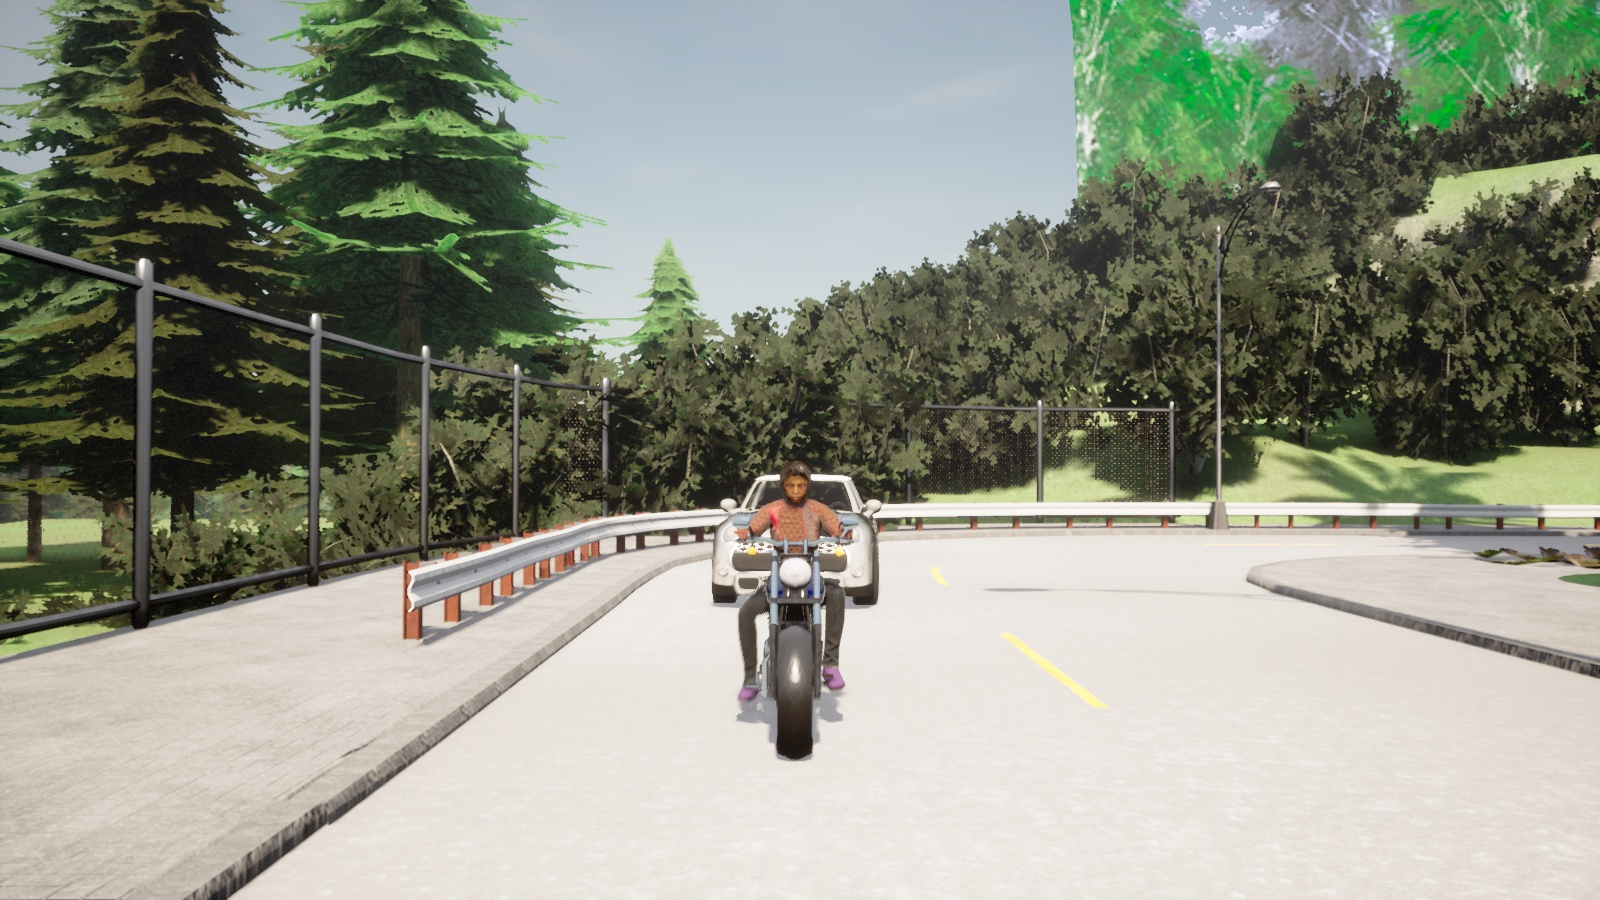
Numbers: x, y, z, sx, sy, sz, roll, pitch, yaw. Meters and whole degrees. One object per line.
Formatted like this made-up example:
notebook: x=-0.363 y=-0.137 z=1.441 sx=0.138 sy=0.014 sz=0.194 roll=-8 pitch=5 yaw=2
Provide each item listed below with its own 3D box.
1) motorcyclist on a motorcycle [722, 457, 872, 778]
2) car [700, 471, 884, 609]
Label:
motorcyclist on a motorcycle: x=-0.022 y=0.872 z=7.640 sx=0.766 sy=1.649 sz=2.350 roll=0 pitch=-1 yaw=0
car: x=0.033 y=1.000 z=15.486 sx=1.970 sy=1.475 sz=3.806 roll=0 pitch=-1 yaw=4
